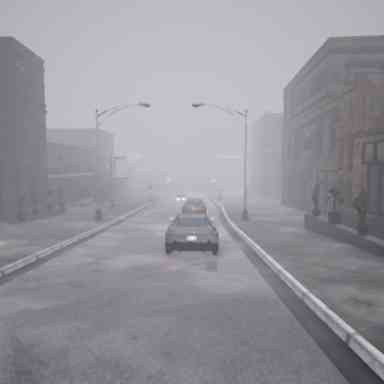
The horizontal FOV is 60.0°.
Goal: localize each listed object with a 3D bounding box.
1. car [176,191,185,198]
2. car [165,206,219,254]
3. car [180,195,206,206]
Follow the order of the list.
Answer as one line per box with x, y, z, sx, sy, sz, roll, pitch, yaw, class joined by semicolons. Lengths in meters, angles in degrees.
-2.419;0.481;70.602;2.128;1.511;4.902;0;1;1;car
0.005;1.498;13.317;1.994;1.385;4.181;0;1;0;car
0.232;1.245;28.288;1.994;1.385;4.181;0;1;3;car
